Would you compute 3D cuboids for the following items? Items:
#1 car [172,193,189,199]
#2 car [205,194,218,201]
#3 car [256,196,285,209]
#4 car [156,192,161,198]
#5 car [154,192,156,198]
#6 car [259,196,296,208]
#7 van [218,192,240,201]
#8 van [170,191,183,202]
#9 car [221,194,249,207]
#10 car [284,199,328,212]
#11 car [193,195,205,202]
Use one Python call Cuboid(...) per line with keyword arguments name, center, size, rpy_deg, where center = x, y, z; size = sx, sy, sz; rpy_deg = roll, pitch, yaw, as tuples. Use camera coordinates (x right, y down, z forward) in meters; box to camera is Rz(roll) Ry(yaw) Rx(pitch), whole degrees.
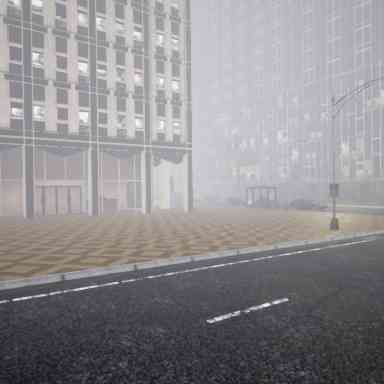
Cuboid(name="car", center=(-2.598, 0.936, 74.226), size=(1.802, 1.307, 4.206), rpy_deg=(0, 1, -34))
Cuboid(name="car", center=(3.805, 1.043, 64.833), size=(1.802, 1.307, 4.206), rpy_deg=(0, 1, -34))
Cuboid(name="car", center=(9.592, 1.388, 41.269), size=(1.802, 1.307, 4.206), rpy_deg=(0, 1, -34))
Cuboid(name="car", center=(-5.800, 0.615, 78.919), size=(2.192, 1.841, 5.009), rpy_deg=(0, 1, -34))
Cuboid(name="car", center=(-9.002, 0.686, 83.616), size=(1.967, 1.590, 4.097), rpy_deg=(0, 1, -34))
Cuboid(name="car", center=(11.196, 1.278, 43.702), size=(1.812, 1.442, 4.674), rpy_deg=(-1, 1, -34))
Cuboid(name="van", center=(7.006, 0.855, 60.134), size=(1.690, 1.788, 3.998), rpy_deg=(0, 1, -34))
Cuboid(name="van", center=(-3.120, 0.937, 60.112), size=(1.690, 1.788, 3.998), rpy_deg=(0, 1, -34))
Cuboid(name="car", center=(6.439, 1.319, 45.997), size=(1.947, 1.339, 4.313), rpy_deg=(0, 1, -34))
Cuboid(name="car", center=(12.780, 1.423, 36.561), size=(1.947, 1.339, 4.313), rpy_deg=(0, 1, -34))
Cuboid(name="car", center=(-0.533, 1.108, 61.022), size=(2.033, 1.411, 5.357), rpy_deg=(-1, 1, -34))
